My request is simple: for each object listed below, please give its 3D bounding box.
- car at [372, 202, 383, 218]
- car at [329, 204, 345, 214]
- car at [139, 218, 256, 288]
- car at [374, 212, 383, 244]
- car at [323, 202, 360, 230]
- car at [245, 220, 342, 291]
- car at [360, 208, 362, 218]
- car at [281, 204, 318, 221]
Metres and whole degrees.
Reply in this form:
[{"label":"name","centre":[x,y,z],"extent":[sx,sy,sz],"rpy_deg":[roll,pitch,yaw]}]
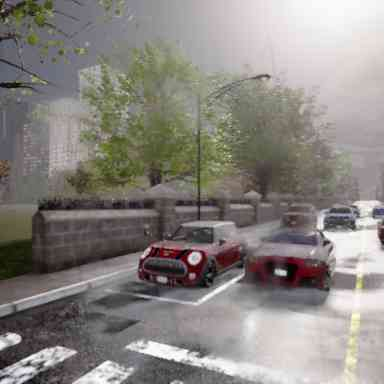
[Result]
[{"label":"car","centre":[22.714,2.267,39.926],"extent":[1.882,1.535,5.008],"rpy_deg":[-1,-1,28]},{"label":"car","centre":[23.502,2.695,53.698],"extent":[2.008,1.369,4.403],"rpy_deg":[0,-1,28]},{"label":"car","centre":[0.221,1.625,9.789],"extent":[1.967,1.590,4.097],"rpy_deg":[0,-1,28]},{"label":"car","centre":[10.666,1.893,17.127],"extent":[1.895,1.301,4.718],"rpy_deg":[-1,-2,28]},{"label":"car","centre":[11.129,1.843,24.855],"extent":[2.097,1.767,4.553],"rpy_deg":[-1,-2,28]},{"label":"car","centre":[2.973,1.718,9.486],"extent":[1.994,1.385,4.181],"rpy_deg":[-1,-2,28]},{"label":"car","centre":[19.285,2.321,40.034],"extent":[1.837,1.490,4.892],"rpy_deg":[-1,-2,28]},{"label":"car","centre":[7.983,1.820,24.428],"extent":[2.192,1.841,5.009],"rpy_deg":[0,-1,28]}]
